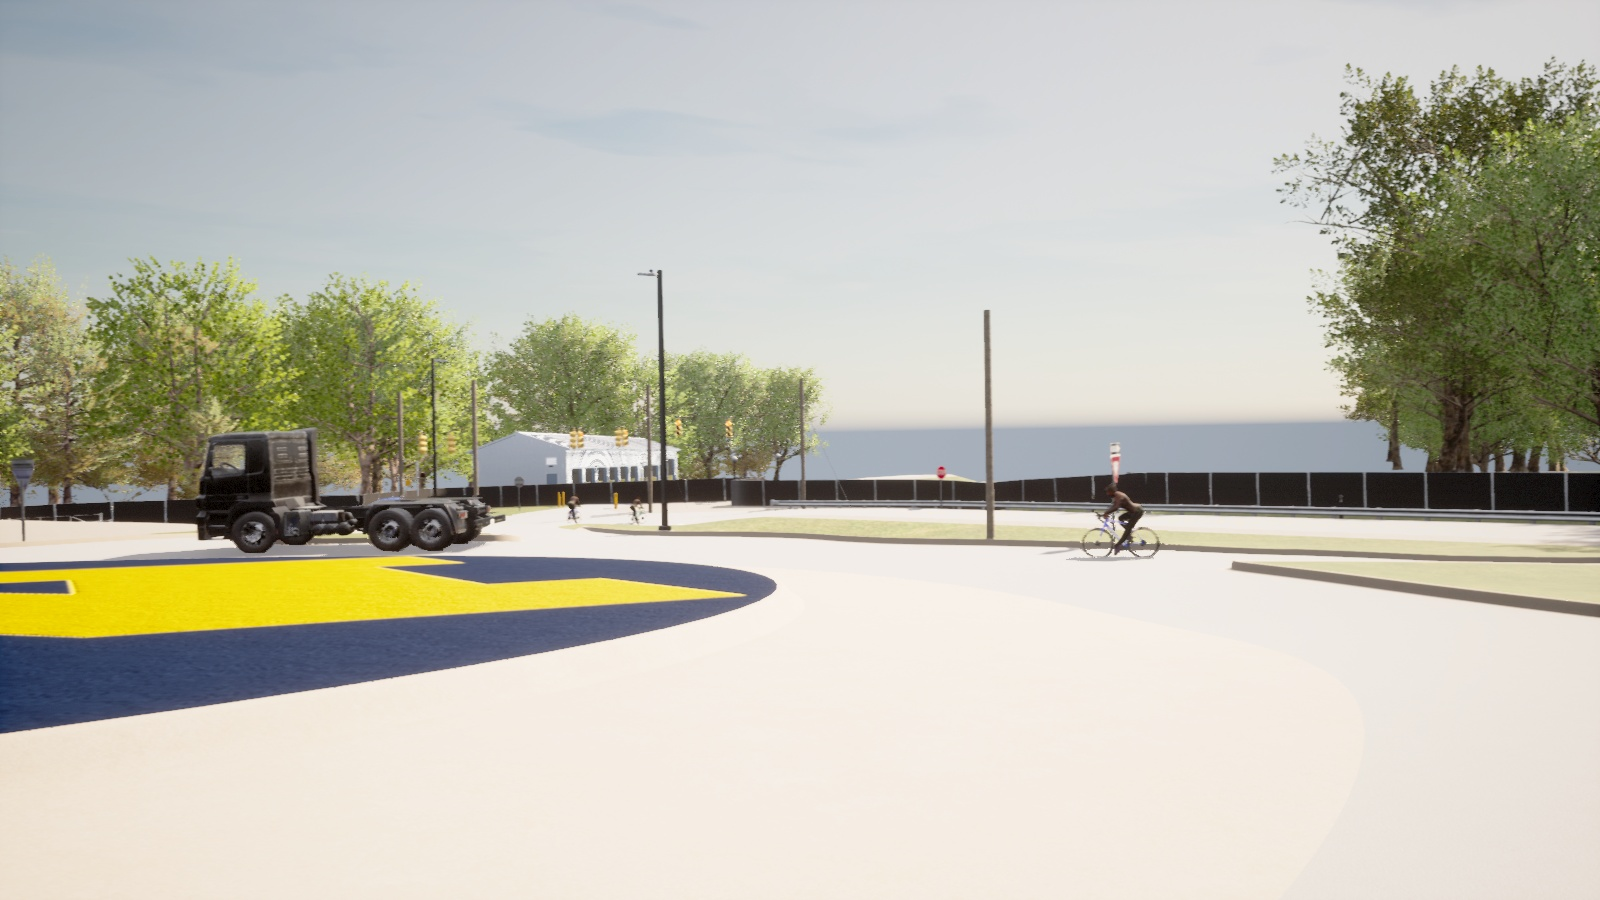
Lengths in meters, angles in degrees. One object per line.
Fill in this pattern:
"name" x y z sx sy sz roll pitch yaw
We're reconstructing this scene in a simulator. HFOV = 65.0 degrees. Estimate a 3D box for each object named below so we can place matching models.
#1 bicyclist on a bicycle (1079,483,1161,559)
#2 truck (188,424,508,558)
"bicyclist on a bicycle" 6.958 1.549 27.365 1.656 1.620 0.582 -2 -2 10
"truck" -12.631 1.113 35.538 7.936 3.462 2.891 -1 1 4
